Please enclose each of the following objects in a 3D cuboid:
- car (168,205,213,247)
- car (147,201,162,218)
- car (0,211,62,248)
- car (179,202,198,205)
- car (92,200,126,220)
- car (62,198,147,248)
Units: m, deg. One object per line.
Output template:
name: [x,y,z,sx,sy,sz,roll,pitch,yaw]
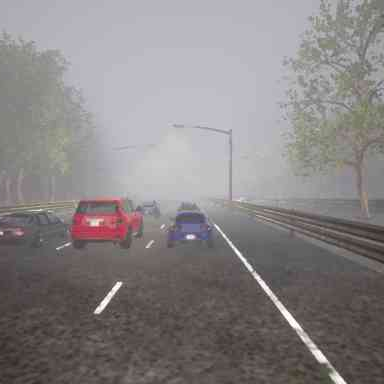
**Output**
car: [-0.075,1.535,14.840,1.812,1.442,4.674,0,0,-1]
car: [-3.798,1.508,29.856,2.128,1.511,4.902,0,0,-1]
car: [-7.075,1.566,14.770,2.033,1.411,5.357,0,0,-1]
car: [-0.300,1.585,29.925,1.994,1.385,4.181,0,0,-1]
car: [-7.298,1.498,29.787,1.882,1.535,5.008,0,0,-1]
car: [-3.576,1.260,14.835,2.150,2.045,5.566,0,0,-1]
